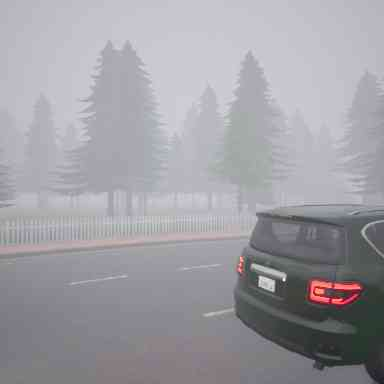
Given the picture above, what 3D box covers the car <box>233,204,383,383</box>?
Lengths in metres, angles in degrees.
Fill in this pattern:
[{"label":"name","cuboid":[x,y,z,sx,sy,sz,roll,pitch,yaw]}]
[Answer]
[{"label":"car","cuboid":[3.305,1.222,5.349,5.566,2.045,2.150,0,0,-27]}]
